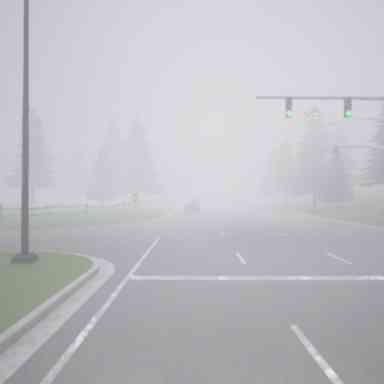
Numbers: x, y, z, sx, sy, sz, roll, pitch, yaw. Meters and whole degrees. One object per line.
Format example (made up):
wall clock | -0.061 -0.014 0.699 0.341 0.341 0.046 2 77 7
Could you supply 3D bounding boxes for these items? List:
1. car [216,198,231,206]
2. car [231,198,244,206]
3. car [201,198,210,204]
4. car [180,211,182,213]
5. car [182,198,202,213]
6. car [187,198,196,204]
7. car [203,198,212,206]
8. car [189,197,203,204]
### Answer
car | 6.955 2.251 73.724 1.812 1.442 4.674 0 -1 0
car | 10.455 2.251 73.726 1.812 1.442 4.674 0 -1 0
car | 3.449 2.191 83.727 2.128 1.511 4.902 0 -1 0
car | -3.019 3.681 43.904 5.357 2.033 1.411 -13 36 -4
car | -0.025 1.910 42.680 1.837 1.490 4.892 1 0 0
car | -0.051 2.192 83.724 2.128 1.511 4.902 0 -1 0
car | 3.455 2.279 73.722 1.994 1.385 4.181 0 -1 0
car | 0.379 1.796 57.564 2.150 2.045 5.566 0 -1 0
